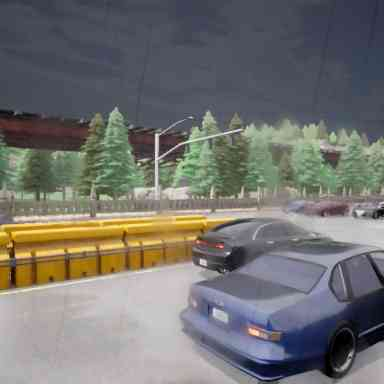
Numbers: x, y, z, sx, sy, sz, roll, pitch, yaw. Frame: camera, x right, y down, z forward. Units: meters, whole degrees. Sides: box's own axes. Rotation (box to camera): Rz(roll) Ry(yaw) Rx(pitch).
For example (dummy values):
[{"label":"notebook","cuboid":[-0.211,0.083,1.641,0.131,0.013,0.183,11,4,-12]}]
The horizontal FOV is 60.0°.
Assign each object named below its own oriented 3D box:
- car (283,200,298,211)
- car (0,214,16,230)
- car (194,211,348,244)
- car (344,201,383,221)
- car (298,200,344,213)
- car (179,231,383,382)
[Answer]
[{"label":"car","cuboid":[11.130,1.526,33.425,4.674,1.442,1.812,0,0,-35]},{"label":"car","cuboid":[-11.998,1.547,16.928,5.357,1.411,2.033,0,0,-35]},{"label":"car","cuboid":[2.261,1.505,9.685,4.892,1.490,1.837,0,0,-35]},{"label":"car","cuboid":[15.272,1.491,27.780,4.902,1.511,2.128,0,0,-35]},{"label":"car","cuboid":[12.120,1.477,29.832,5.008,1.535,1.882,0,0,-36]},{"label":"car","cuboid":[2.398,1.547,5.496,5.357,1.411,2.033,0,0,-35]}]
